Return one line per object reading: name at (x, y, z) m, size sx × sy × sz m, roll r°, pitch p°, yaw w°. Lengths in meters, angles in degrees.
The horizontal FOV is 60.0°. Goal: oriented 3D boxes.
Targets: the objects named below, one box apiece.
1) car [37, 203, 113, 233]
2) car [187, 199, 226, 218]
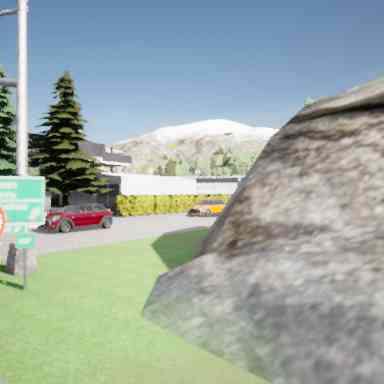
car at (-7.263, 1.505, 20.909) m, size 2.097 × 1.767 × 4.553 m, roll 0°, pitch 0°, yaw 36°
car at (1.521, 1.511, 32.853) m, size 2.097 × 1.767 × 4.553 m, roll 0°, pitch 0°, yaw 36°
